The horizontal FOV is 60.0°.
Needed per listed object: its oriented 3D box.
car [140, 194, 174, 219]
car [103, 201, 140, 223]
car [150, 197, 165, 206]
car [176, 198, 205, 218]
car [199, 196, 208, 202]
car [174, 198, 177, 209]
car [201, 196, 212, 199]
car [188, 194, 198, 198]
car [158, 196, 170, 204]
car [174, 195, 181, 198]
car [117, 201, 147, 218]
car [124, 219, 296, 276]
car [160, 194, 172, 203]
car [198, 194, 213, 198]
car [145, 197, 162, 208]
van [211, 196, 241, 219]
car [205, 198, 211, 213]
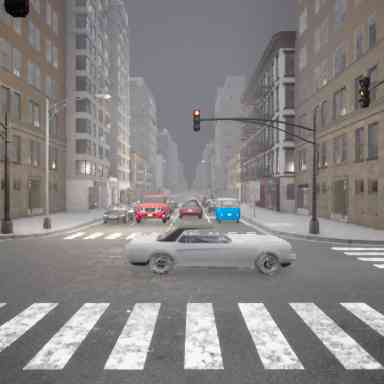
[{"bbox_3d":[-2.880,1.220,25.605,2.150,2.045,5.566,0,0,0],"label":"car"},{"bbox_3d":[-5.420,1.549,24.923,2.008,1.369,4.403,0,0,0],"label":"car"},{"bbox_3d":[-5.454,1.556,53.332,1.947,1.339,4.313,0,0,0],"label":"car"},{"bbox_3d":[-0.075,1.562,30.443,1.994,1.385,4.181,0,0,2],"label":"car"},{"bbox_3d":[2.543,1.524,76.072,2.008,1.369,4.403,0,0,0],"label":"car"},{"bbox_3d":[-2.896,1.599,35.421,1.895,1.301,4.718,0,0,0],"label":"car"},{"bbox_3d":[2.578,1.576,47.666,1.802,1.307,4.206,0,0,0],"label":"car"},{"bbox_3d":[0.021,1.585,61.209,1.895,1.301,4.718,0,0,0],"label":"car"},{"bbox_3d":[-5.468,1.547,64.695,1.947,1.339,4.313,0,0,0],"label":"car"},{"bbox_3d":[-2.892,1.500,45.481,1.837,1.490,4.892,0,0,0],"label":"car"},{"bbox_3d":[-5.426,1.543,30.604,1.887,1.381,4.507,0,0,0],"label":"car"},{"bbox_3d":[0.515,1.611,9.808,4.718,1.301,1.895,0,0,0],"label":"car"},{"bbox_3d":[-5.475,1.292,70.377,2.192,1.841,5.009,0,0,0],"label":"car"},{"bbox_3d":[2.571,1.305,53.348,2.192,1.841,5.009,0,0,0],"label":"car"},{"bbox_3d":[-5.447,1.519,47.480,1.752,1.417,4.829,0,0,0],"label":"car"},{"bbox_3d":[2.605,1.340,24.941,1.690,1.788,3.998,0,0,0],"label":"van"},{"bbox_3d":[2.592,1.580,36.303,1.802,1.307,4.206,0,0,0],"label":"car"}]
